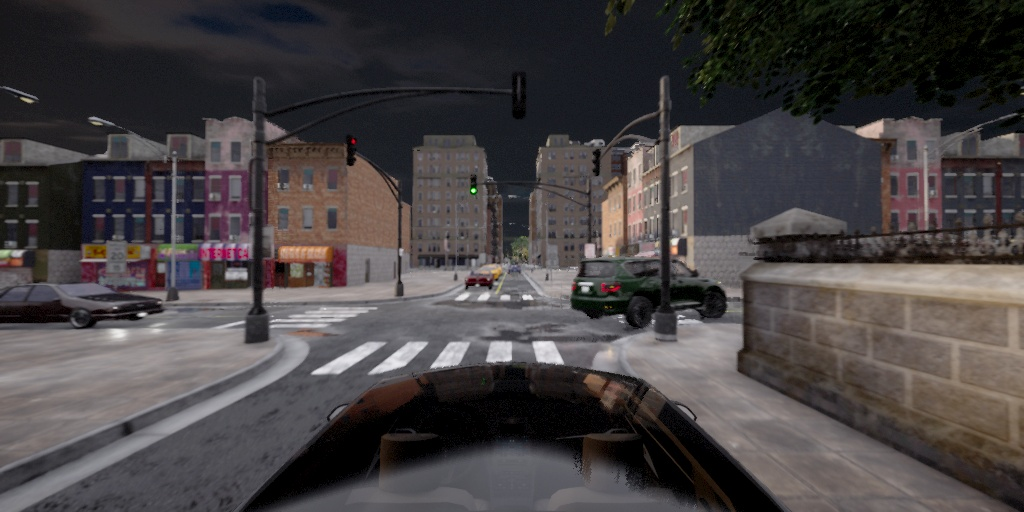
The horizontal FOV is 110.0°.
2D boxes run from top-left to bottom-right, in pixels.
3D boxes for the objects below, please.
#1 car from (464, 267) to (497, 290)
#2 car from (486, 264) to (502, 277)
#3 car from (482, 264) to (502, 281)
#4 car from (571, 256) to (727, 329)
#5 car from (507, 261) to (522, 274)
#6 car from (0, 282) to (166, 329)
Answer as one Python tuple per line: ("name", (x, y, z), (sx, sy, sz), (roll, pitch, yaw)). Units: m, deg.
("car", (-2.281, 1.650, 25.717), (1.895, 1.301, 4.718), (0, -1, 0))
("car", (-2.285, 1.788, 46.572), (1.882, 1.535, 5.008), (0, -1, 0))
("car", (-2.295, 1.657, 36.131), (1.882, 1.535, 5.008), (0, -1, 0))
("car", (4.551, 1.056, 11.830), (5.566, 2.045, 2.150), (0, -3, -28))
("car", (0.380, 1.926, 53.837), (1.812, 1.442, 4.674), (0, -1, 0))
("car", (-14.847, 1.571, 11.829), (5.357, 1.411, 2.033), (-1, -1, 0))
